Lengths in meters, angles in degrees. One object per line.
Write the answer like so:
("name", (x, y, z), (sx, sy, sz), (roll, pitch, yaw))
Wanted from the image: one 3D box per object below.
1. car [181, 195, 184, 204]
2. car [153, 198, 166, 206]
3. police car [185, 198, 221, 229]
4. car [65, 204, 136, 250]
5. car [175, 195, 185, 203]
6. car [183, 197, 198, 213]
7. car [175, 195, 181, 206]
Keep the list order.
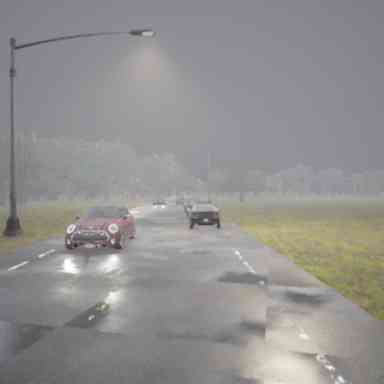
("car", (0.112, 1.354, 37.735), (2.097, 1.767, 4.553), (0, 0, -3))
("car", (-5.295, 1.591, 54.298), (1.994, 1.385, 4.181), (0, 0, -2))
("police car", (0.740, 1.423, 21.830), (1.930, 1.638, 5.238), (0, 0, -2))
("car", (-3.746, 1.358, 14.267), (2.097, 1.767, 4.553), (0, 0, -1))
("car", (-2.623, 1.475, 73.043), (2.128, 1.511, 4.902), (0, 0, -3))
("car", (0.388, 1.479, 31.752), (1.882, 1.535, 5.008), (0, 0, -2))
("car", (-1.814, 1.515, 57.173), (2.128, 1.511, 4.902), (0, 0, -3))
